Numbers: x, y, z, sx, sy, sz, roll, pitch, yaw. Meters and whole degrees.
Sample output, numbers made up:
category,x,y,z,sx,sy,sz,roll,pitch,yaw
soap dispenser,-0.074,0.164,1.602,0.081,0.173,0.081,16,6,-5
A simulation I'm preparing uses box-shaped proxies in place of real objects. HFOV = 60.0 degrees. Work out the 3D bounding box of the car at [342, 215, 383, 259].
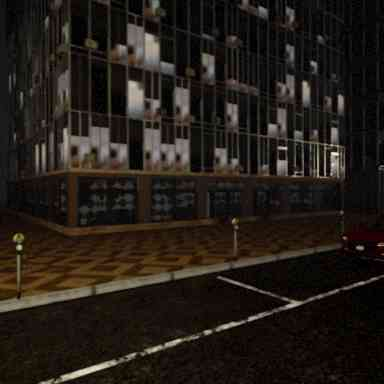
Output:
category,x,y,z,sx,sy,sz,roll,pitch,yaw
car,7.005,1.463,11.540,4.507,1.381,1.887,0,0,-35
